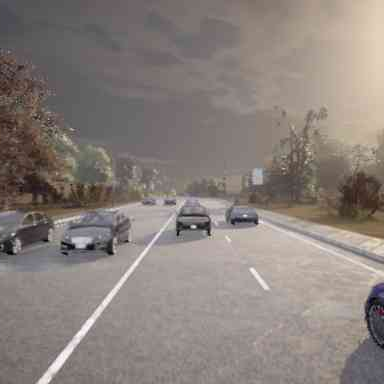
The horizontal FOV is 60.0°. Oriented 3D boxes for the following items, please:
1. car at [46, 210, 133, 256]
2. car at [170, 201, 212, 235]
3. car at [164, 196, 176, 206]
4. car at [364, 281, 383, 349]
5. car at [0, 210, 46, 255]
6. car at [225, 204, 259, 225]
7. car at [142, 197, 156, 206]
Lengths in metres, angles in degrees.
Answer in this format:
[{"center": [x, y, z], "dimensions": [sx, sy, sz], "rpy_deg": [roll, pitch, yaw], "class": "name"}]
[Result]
[{"center": [-3.616, 1.493, 13.280], "dimensions": [2.128, 1.511, 4.902], "rpy_deg": [0, 0, 0], "class": "car"}, {"center": [0.079, 1.492, 18.760], "dimensions": [2.128, 1.511, 4.902], "rpy_deg": [0, 0, 0], "class": "car"}, {"center": [-3.619, 1.480, 55.341], "dimensions": [1.882, 1.535, 5.008], "rpy_deg": [0, 0, 0], "class": "car"}, {"center": [3.591, 1.525, 3.245], "dimensions": [1.812, 1.442, 4.674], "rpy_deg": [0, 0, 0], "class": "car"}, {"center": [-7.115, 1.506, 13.284], "dimensions": [1.837, 1.490, 4.892], "rpy_deg": [0, 0, 0], "class": "car"}, {"center": [3.572, 1.564, 24.350], "dimensions": [1.994, 1.385, 4.181], "rpy_deg": [0, 0, 0], "class": "car"}, {"center": [-7.120, 1.567, 55.483], "dimensions": [1.994, 1.385, 4.181], "rpy_deg": [0, 0, 0], "class": "car"}]
